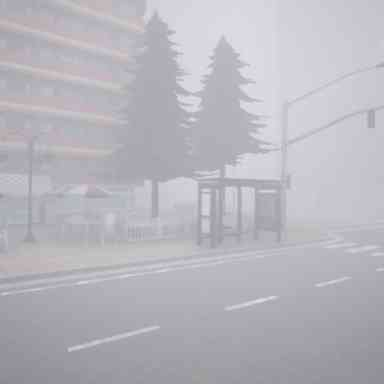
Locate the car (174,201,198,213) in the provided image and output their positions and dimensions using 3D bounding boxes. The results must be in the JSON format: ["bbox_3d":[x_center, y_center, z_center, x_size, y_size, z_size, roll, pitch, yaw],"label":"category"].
[{"bbox_3d":[-0.224,1.863,41.410,2.033,1.411,5.357,1,0,-35],"label":"car"}]
